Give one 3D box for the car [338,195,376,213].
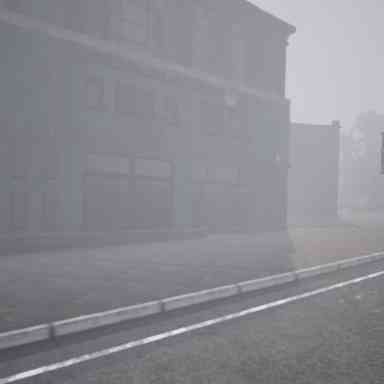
[{"bbox_3d":[19.950,1.415,40.938,2.150,2.045,5.566,2,0,-10],"label":"car"}]
